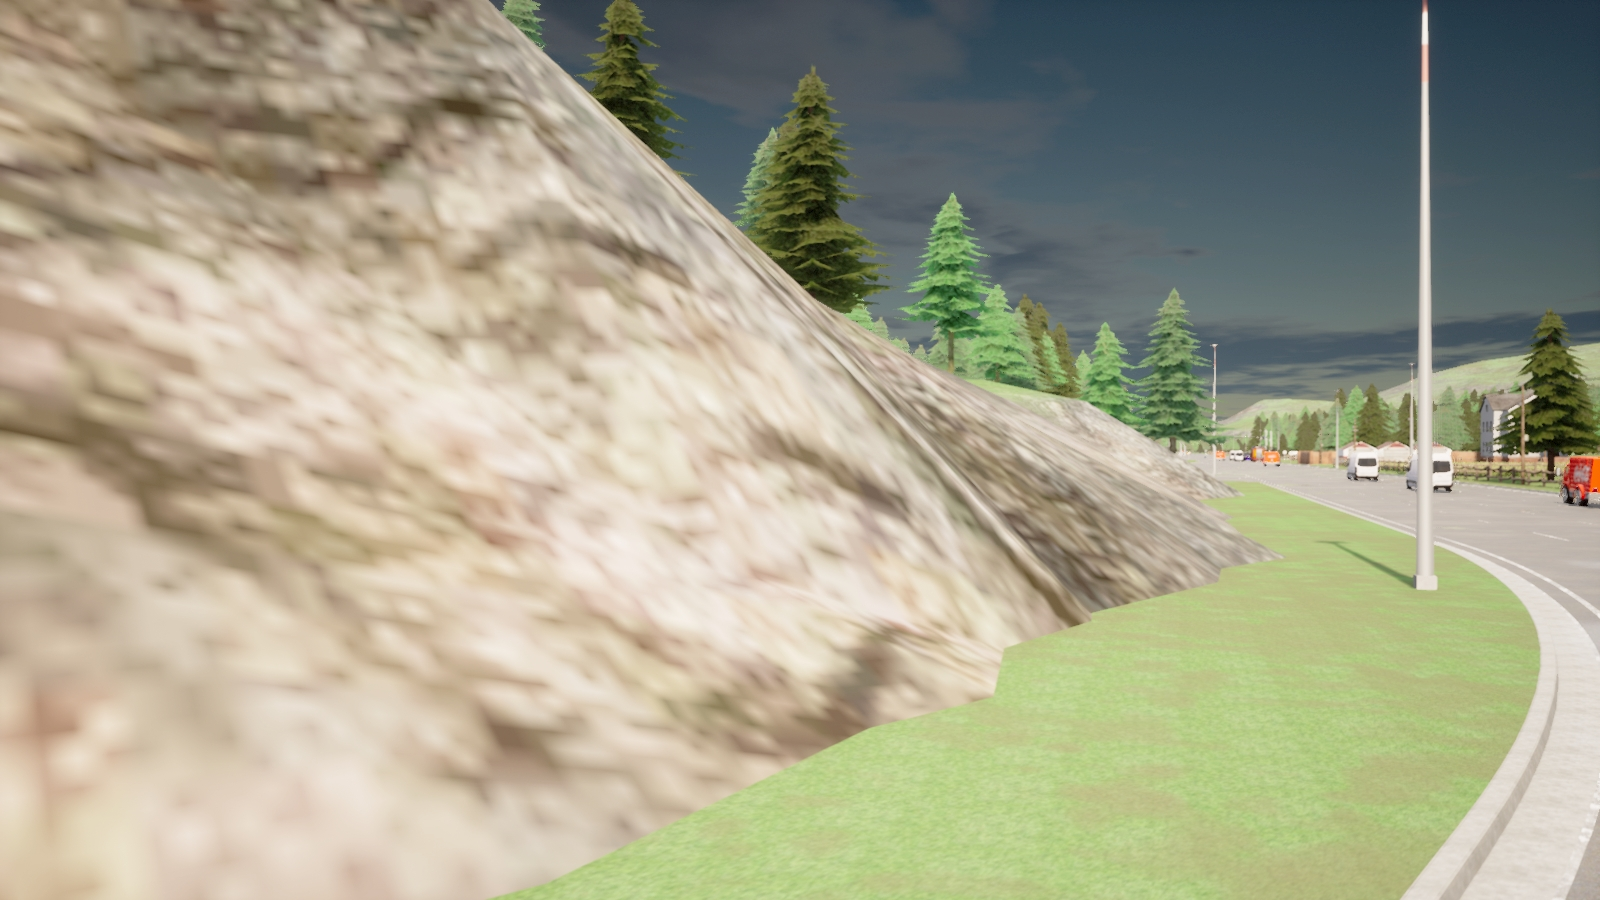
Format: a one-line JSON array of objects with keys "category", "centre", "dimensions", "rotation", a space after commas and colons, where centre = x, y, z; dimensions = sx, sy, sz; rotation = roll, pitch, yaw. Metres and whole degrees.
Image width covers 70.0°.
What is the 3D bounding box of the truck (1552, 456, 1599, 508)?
[{"category": "truck", "centre": [40.042, 1.572, 57.281], "dimensions": [2.627, 2.467, 5.204], "rotation": [0, 0, 18]}]
